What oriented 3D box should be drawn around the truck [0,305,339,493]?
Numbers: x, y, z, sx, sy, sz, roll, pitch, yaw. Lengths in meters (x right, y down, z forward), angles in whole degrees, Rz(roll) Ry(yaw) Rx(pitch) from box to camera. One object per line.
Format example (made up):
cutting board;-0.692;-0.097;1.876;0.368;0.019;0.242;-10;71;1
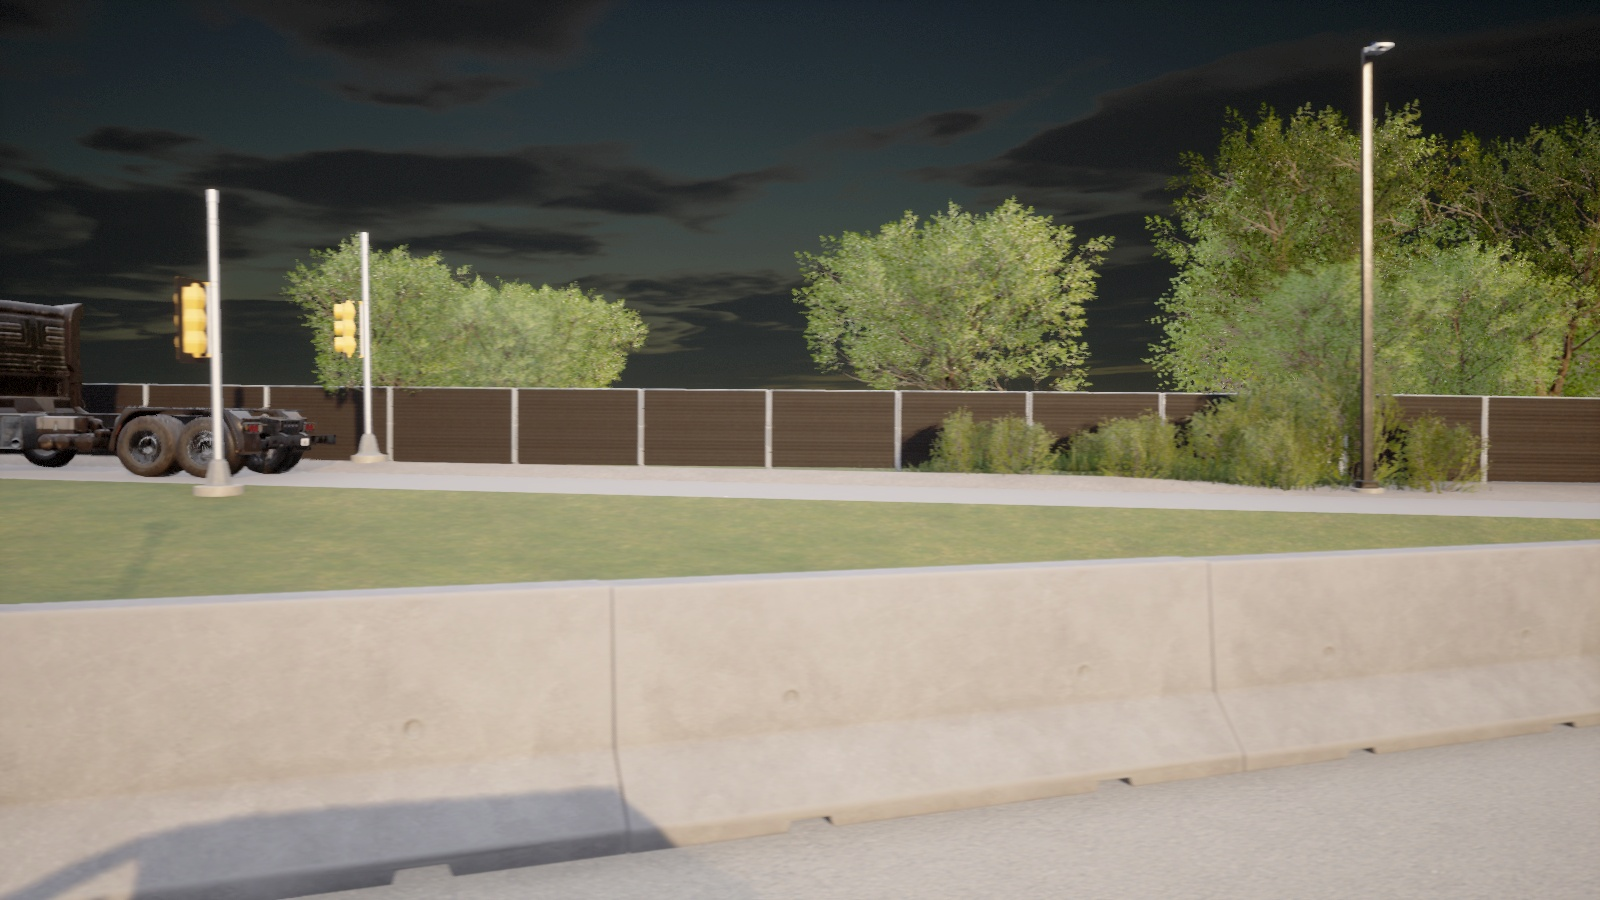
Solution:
truck;-13.673;-0.979;24.998;7.936;3.462;2.891;0;2;6
